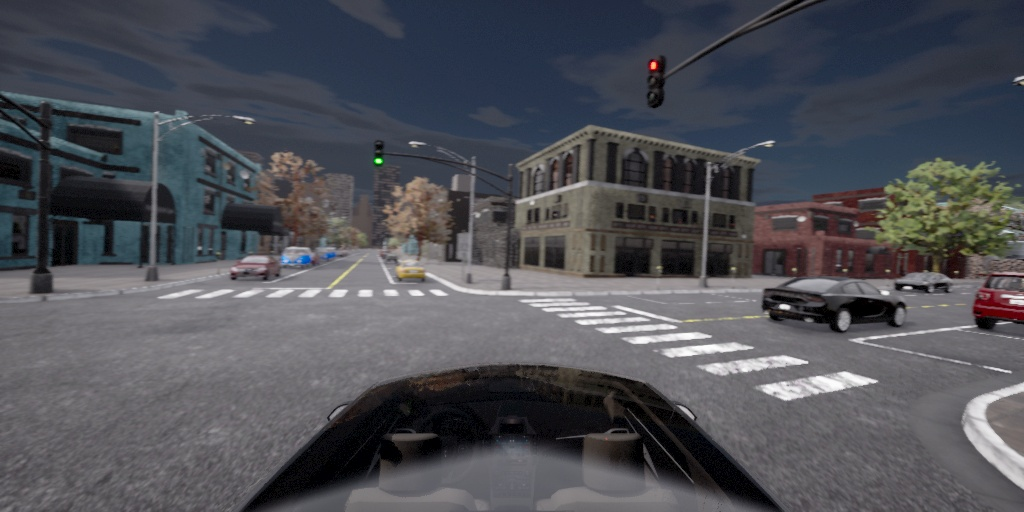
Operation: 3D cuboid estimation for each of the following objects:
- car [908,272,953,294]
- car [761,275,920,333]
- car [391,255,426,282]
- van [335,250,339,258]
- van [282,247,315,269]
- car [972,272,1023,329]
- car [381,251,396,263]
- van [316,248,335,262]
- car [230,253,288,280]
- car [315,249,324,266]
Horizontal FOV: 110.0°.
[{"bbox_3d":[28.810,1.829,25.109,4.313,1.339,1.948,0,0,-22],"label":"car"},{"bbox_3d":[10.300,1.398,11.451,5.008,1.535,1.882,1,1,-22],"label":"car"},{"bbox_3d":[-6.736,0.854,23.636,1.751,1.417,4.829,0,0,-21],"label":"car"},{"bbox_3d":[-26.414,-0.316,51.532,1.690,1.789,3.998,0,0,-21],"label":"van"},{"bbox_3d":[-18.466,0.143,30.824,1.690,1.789,3.998,0,0,-21],"label":"van"},{"bbox_3d":[16.551,1.446,11.105,5.009,1.841,2.192,0,0,-22],"label":"car"},{"bbox_3d":[-16.610,0.306,49.362,2.007,1.370,4.403,0,0,-21],"label":"car"},{"bbox_3d":[-24.427,-0.201,46.355,1.690,1.789,3.998,0,0,-21],"label":"van"},{"bbox_3d":[-14.492,0.613,20.471,1.802,1.307,4.207,0,0,-21],"label":"car"},{"bbox_3d":[-20.453,0.233,36.002,1.888,1.381,4.507,0,0,-21],"label":"car"}]
